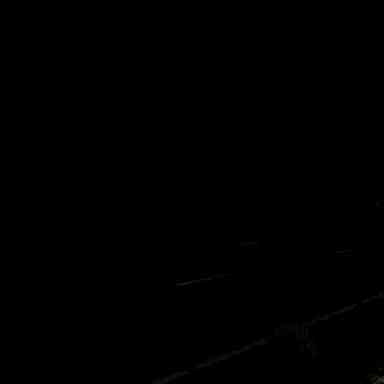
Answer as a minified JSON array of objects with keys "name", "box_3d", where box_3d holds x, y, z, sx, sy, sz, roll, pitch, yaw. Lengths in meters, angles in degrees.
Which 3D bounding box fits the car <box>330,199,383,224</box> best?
[{"name":"car","box_3d":[15.045,1.617,29.069,2.435,2.045,5.566,2,-2,-42]}]
